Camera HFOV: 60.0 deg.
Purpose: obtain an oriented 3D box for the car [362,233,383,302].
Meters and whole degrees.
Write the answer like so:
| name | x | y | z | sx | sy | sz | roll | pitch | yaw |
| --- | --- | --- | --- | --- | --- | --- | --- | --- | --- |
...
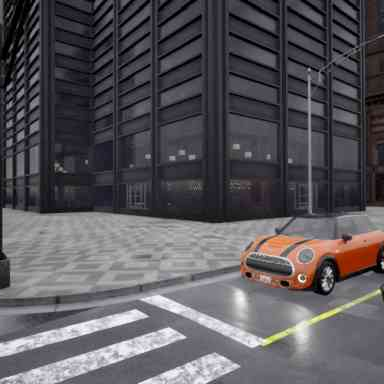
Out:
| name | x | y | z | sx | sy | sz | roll | pitch | yaw |
| --- | --- | --- | --- | --- | --- | --- | --- | --- | --- |
| car | 5.867 | 1.546 | 6.926 | 5.357 | 1.411 | 2.033 | 0 | 0 | -39 |

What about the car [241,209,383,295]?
| name | x | y | z | sx | sy | sz | roll | pitch | yaw |
| --- | --- | --- | --- | --- | --- | --- | --- | --- | --- |
| car | 3.399 | 1.379 | 8.922 | 4.553 | 1.767 | 2.097 | 0 | 0 | -39 |
